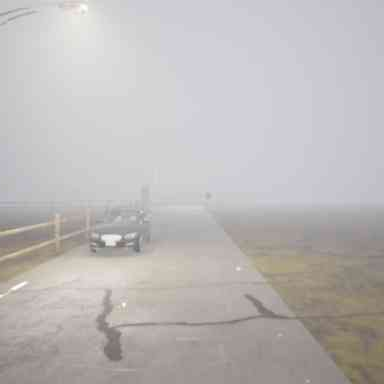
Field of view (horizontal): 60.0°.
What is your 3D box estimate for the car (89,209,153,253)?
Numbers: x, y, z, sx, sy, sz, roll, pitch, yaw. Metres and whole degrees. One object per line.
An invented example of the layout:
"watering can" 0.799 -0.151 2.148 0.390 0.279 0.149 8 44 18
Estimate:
"car" -2.760 1.496 13.769 2.128 1.511 4.902 0 0 0
